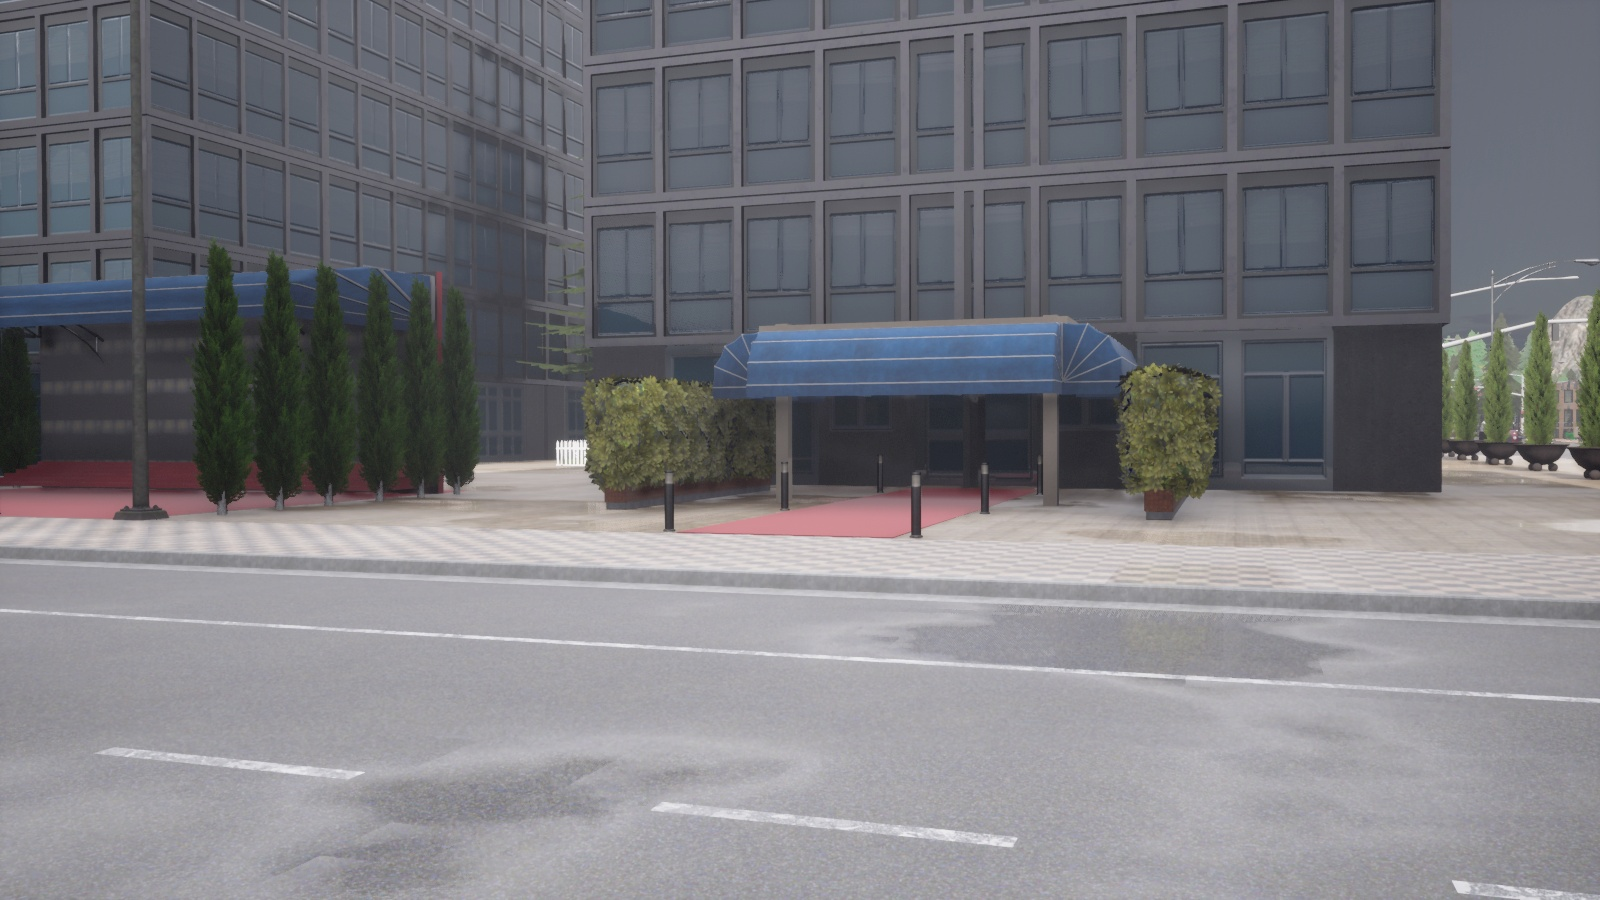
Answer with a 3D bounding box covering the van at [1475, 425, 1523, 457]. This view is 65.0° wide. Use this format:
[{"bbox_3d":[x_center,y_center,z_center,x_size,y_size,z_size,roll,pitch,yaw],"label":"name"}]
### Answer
[{"bbox_3d":[47.009,-0.627,84.558,2.069,2.038,4.480,1,1,19],"label":"van"}]
